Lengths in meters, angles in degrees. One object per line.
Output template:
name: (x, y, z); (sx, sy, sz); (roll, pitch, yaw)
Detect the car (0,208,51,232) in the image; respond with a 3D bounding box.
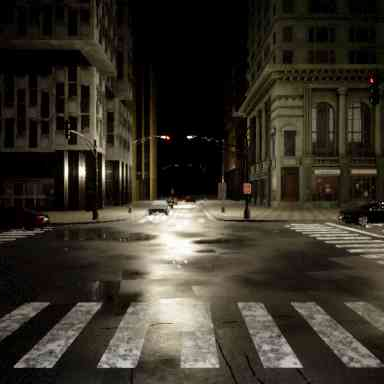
car: (-11.005, 1.666, 20.509); (4.181, 1.385, 1.994); (-1, 0, 0)

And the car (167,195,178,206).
car: (-3.291, 1.458, 43.506); (2.128, 1.511, 4.902); (0, 0, 0)

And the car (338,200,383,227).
car: (11.627, 1.304, 20.583); (4.892, 1.490, 1.837); (-1, 0, 1)

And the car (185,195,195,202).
car: (-0.424, 1.453, 73.678); (1.994, 1.385, 4.181); (0, 0, 0)

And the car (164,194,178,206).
car: (-3.361, 1.299, 53.799); (2.097, 1.767, 4.553); (0, 0, 0)

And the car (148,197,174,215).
car: (-3.214, 1.528, 33.590); (2.033, 1.411, 5.357); (0, 0, 0)

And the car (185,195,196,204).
car: (-0.256, 1.451, 63.866); (1.812, 1.442, 4.674); (0, 0, 0)
